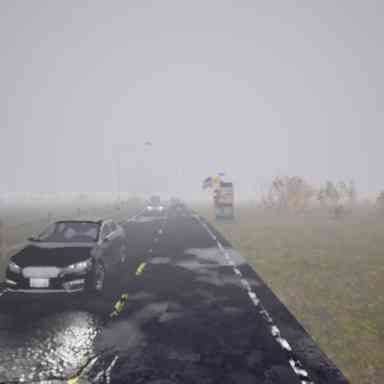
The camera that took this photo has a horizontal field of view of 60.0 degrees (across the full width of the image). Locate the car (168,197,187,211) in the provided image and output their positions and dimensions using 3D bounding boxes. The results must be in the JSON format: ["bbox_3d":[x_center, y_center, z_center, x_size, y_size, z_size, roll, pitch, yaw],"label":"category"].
[{"bbox_3d":[-1.678,1.556,40.491,1.895,1.301,4.718,0,0,-4],"label":"car"}]

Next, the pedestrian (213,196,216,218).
[{"bbox_3d":[1.978,1.247,28.124,0.375,1.860,0.375,1,-1,-1],"label":"pedestrian"}]

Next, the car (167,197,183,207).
[{"bbox_3d":[-2.645,1.505,50.683,2.033,1.411,5.357,0,0,-6],"label":"car"}]

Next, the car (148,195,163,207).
[{"bbox_3d":[-5.621,1.305,51.429,2.097,1.767,4.553,0,0,-6],"label":"car"}]

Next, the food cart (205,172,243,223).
[{"bbox_3d":[2.363,0.429,26.123,2.280,3.560,4.660,-1,-1,-3],"label":"food cart"}]

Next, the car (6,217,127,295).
[{"bbox_3d":[-2.975,1.468,8.827,2.128,1.511,4.902,1,0,-1],"label":"car"}]
